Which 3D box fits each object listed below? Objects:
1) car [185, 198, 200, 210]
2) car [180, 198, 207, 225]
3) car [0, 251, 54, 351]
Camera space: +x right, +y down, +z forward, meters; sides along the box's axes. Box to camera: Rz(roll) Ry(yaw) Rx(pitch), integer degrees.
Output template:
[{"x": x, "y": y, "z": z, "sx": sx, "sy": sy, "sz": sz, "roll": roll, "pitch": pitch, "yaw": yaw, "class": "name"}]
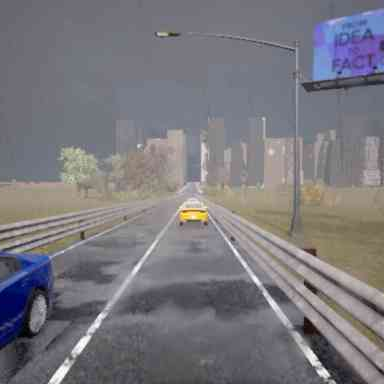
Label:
[{"x": 0.098, "y": 1.512, "z": 42.525, "sx": 1.812, "sy": 1.442, "sz": 4.674, "roll": 0, "pitch": 0, "yaw": 0, "class": "car"}, {"x": 0.107, "y": 1.470, "z": 24.344, "sx": 1.882, "sy": 1.535, "sz": 5.008, "roll": 0, "pitch": 0, "yaw": 0, "class": "car"}, {"x": -3.340, "y": 1.477, "z": 3.765, "sx": 1.882, "sy": 1.535, "sz": 5.008, "roll": 0, "pitch": 0, "yaw": 0, "class": "car"}]
